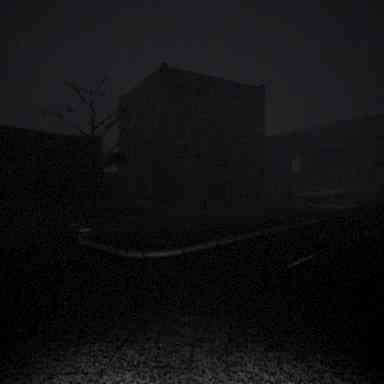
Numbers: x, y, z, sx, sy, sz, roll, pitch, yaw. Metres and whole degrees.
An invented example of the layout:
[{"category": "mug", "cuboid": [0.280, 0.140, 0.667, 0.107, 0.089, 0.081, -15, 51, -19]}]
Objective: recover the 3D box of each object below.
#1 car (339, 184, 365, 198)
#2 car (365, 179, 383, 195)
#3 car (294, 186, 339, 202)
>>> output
[{"category": "car", "cuboid": [18.069, -0.123, 40.002, 5.366, 1.575, 1.946, -4, 2, -35]}, {"category": "car", "cuboid": [22.605, -0.431, 43.142, 5.366, 1.575, 1.946, -4, 2, -35]}, {"category": "car", "cuboid": [13.530, 0.187, 36.871, 5.366, 1.575, 1.946, -4, 2, -34]}]
